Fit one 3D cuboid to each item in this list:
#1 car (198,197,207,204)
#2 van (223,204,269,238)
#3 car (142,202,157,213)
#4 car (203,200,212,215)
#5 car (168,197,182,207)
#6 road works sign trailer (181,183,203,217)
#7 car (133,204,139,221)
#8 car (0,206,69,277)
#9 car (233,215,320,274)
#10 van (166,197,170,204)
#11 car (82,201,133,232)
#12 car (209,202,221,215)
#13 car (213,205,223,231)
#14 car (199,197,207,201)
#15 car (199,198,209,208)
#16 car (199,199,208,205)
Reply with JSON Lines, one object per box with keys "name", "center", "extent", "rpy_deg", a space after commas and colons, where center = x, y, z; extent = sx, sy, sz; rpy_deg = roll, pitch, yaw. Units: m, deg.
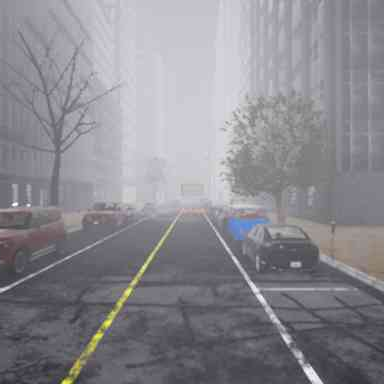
{"name": "car", "center": [2.729, 2.187, 84.881], "extent": [2.192, 1.841, 5.009], "rpy_deg": [0, -1, 0]}
{"name": "van", "center": [2.693, 1.519, 16.507], "extent": [1.690, 1.788, 3.998], "rpy_deg": [0, -1, 0]}
{"name": "car", "center": [-5.671, 2.056, 45.003], "extent": [1.802, 1.307, 4.206], "rpy_deg": [0, -1, 0]}
{"name": "car", "center": [2.706, 1.966, 39.295], "extent": [2.008, 1.369, 4.403], "rpy_deg": [0, -1, 0]}
{"name": "car", "center": [-2.993, 2.176, 64.536], "extent": [1.837, 1.490, 4.892], "rpy_deg": [0, -1, 1]}
{"name": "road works sign trailer", "center": [0.018, 0.851, 36.595], "extent": [2.380, 3.560, 2.880], "rpy_deg": [0, -1, 0]}
{"name": "car", "center": [-5.681, 1.737, 27.912], "extent": [1.967, 1.590, 4.097], "rpy_deg": [0, -1, 0]}
{"name": "car", "center": [-5.691, 1.433, 10.820], "extent": [2.192, 1.841, 5.009], "rpy_deg": [0, -1, 0]}
{"name": "car", "center": [2.691, 1.668, 10.808], "extent": [2.008, 1.369, 4.403], "rpy_deg": [0, -1, 0]}
{"name": "van", "center": [-5.652, 2.213, 84.890], "extent": [1.690, 1.788, 3.998], "rpy_deg": [0, -1, 0]}
{"name": "car", "center": [-5.685, 1.553, 22.216], "extent": [2.192, 1.841, 5.009], "rpy_deg": [0, -1, 0]}
{"name": "car", "center": [2.700, 1.824, 28.071], "extent": [1.752, 1.417, 4.829], "rpy_deg": [0, -1, 0]}
{"name": "car", "center": [2.697, 1.803, 22.203], "extent": [1.947, 1.339, 4.313], "rpy_deg": [0, -1, 0]}
{"name": "car", "center": [2.718, 2.193, 62.087], "extent": [1.887, 1.381, 4.507], "rpy_deg": [0, -1, 0]}
{"name": "car", "center": [2.715, 2.157, 56.389], "extent": [1.947, 1.339, 4.313], "rpy_deg": [0, -1, 0]}
{"name": "car", "center": [2.727, 2.361, 79.180], "extent": [1.887, 1.381, 4.507], "rpy_deg": [0, -1, 0]}
